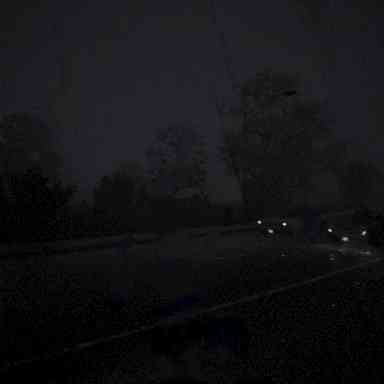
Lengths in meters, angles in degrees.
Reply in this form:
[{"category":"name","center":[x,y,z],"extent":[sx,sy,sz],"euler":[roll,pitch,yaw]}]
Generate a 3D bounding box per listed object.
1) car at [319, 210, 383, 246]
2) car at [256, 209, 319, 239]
[{"category":"car","center":[8.253,1.537,15.410],"extent":[5.357,1.411,2.033],"euler":[0,0,-42]},{"category":"car","center":[5.471,1.595,17.629],"extent":[4.718,1.301,1.895],"euler":[0,0,-42]}]
